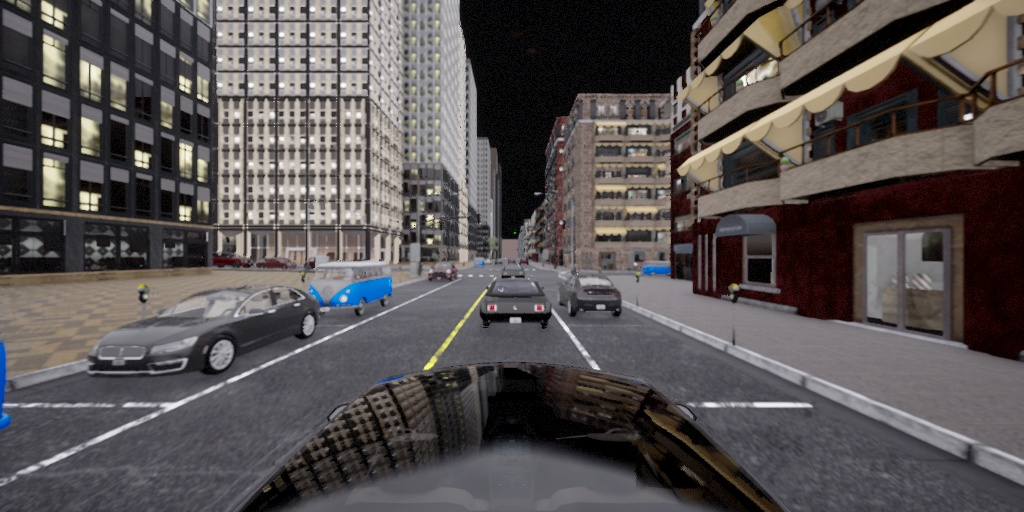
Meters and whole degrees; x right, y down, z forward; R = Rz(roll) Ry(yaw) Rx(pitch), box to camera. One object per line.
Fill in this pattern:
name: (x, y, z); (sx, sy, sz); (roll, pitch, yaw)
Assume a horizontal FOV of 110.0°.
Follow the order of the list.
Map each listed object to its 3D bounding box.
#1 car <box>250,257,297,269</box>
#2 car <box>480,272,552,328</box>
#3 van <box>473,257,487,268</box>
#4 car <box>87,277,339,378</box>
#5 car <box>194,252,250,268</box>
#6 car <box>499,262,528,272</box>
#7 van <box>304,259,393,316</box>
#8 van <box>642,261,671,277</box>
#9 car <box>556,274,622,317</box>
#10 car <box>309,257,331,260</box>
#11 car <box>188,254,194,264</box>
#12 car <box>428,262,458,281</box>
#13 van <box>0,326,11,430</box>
car: (-26.735, 0.881, 40.716); (4.207, 1.307, 1.802); (0, 0, 0)
car: (0.096, 1.357, 11.399); (1.895, 1.301, 4.718); (0, 0, 0)
van: (-5.712, 1.144, 62.443); (1.690, 1.789, 3.998); (0, 0, 0)
car: (-5.692, 1.303, 7.375); (2.007, 1.370, 4.403); (0, 0, 0)
car: (-32.309, 0.507, 40.702); (5.009, 1.841, 2.192); (0, 0, 0)
car: (0.089, 1.370, 29.705); (1.895, 1.301, 4.718); (0, 0, 0)
van: (-5.694, 1.097, 13.023); (1.690, 1.789, 3.998); (0, 0, 0)
van: (16.898, 1.482, 40.693); (3.998, 1.789, 1.690); (0, 0, 0)
car: (2.686, 1.307, 13.026); (2.007, 1.370, 4.403); (0, 0, 0)
car: (-21.161, 0.846, 40.731); (4.097, 1.591, 1.967); (0, 0, 0)
car: (-38.081, 0.570, 43.290); (4.902, 1.511, 2.128); (1, 0, 0)
car: (-5.701, 1.209, 29.969); (1.967, 1.591, 4.097); (0, 0, 0)
van: (-5.691, 1.091, 1.726); (1.690, 1.789, 3.998); (0, 0, 0)
